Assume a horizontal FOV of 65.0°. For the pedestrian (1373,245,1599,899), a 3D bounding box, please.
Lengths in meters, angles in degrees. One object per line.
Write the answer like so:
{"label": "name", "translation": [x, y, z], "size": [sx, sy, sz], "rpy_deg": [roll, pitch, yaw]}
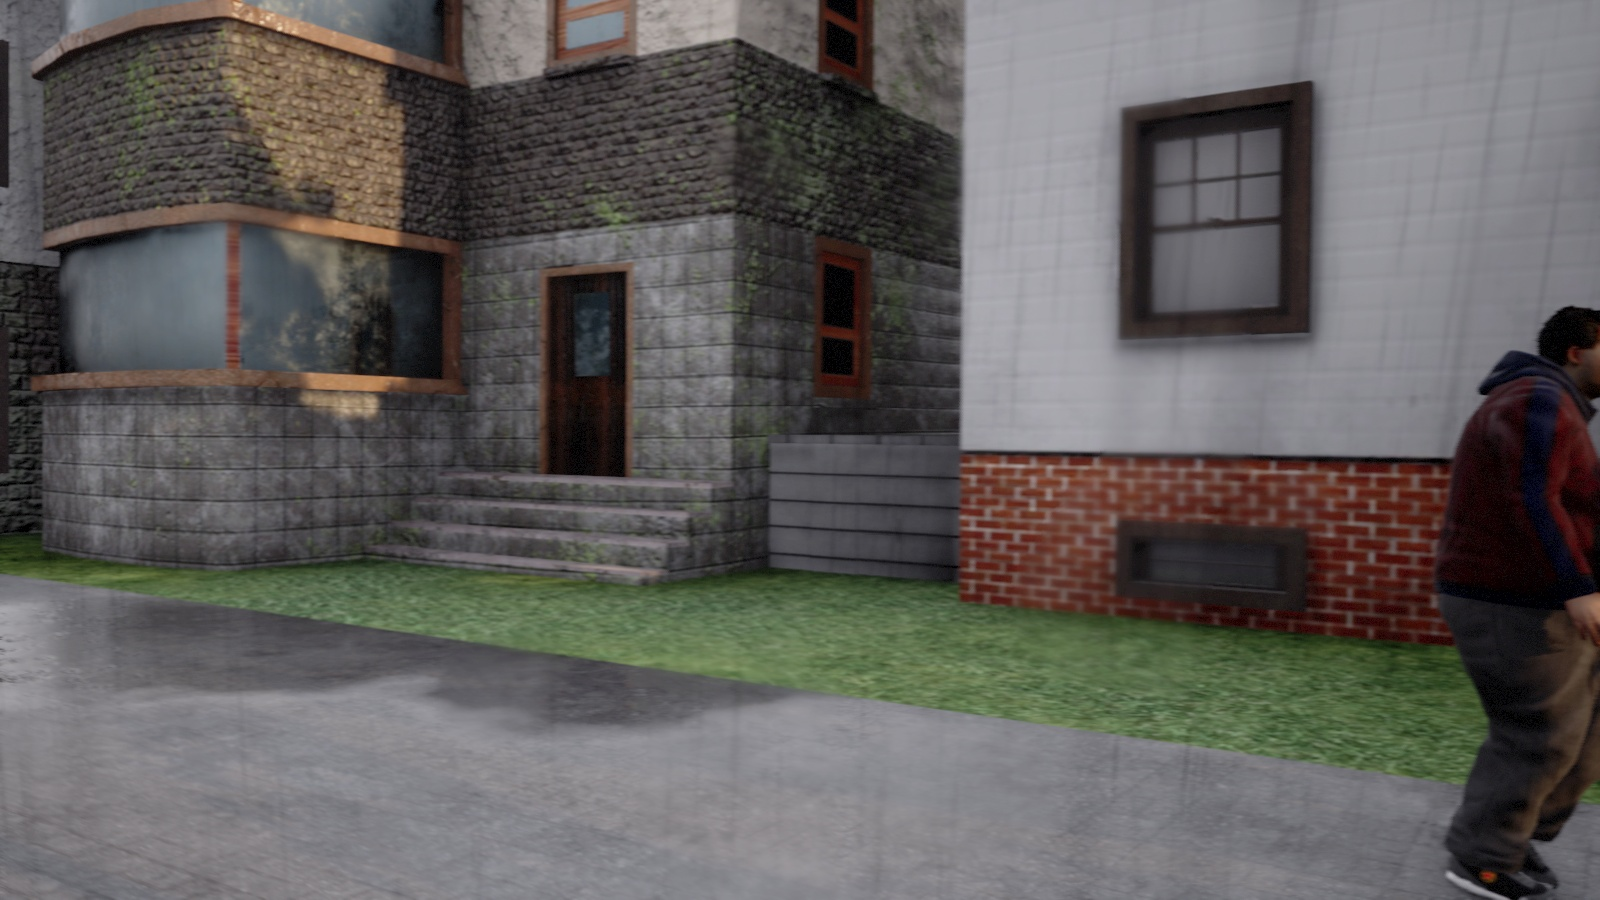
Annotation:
{"label": "pedestrian", "translation": [2.229, 0.370, 3.683], "size": [0.899, 1.844, 0.634], "rpy_deg": [0, 1, 34]}
